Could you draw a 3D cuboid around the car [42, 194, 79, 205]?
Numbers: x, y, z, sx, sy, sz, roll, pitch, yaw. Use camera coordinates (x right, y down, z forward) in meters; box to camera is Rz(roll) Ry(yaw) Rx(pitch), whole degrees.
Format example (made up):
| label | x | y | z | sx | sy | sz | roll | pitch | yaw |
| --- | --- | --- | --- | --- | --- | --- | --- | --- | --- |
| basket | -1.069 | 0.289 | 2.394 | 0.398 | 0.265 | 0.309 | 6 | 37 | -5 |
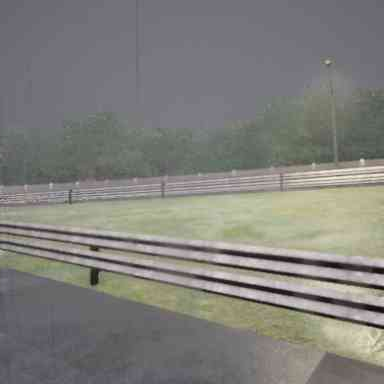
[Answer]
| label | x | y | z | sx | sy | sz | roll | pitch | yaw |
| --- | --- | --- | --- | --- | --- | --- | --- | --- | --- |
| car | -16.036 | 0.809 | 40.565 | 4.674 | 1.442 | 1.812 | -3 | -2 | 19 |
